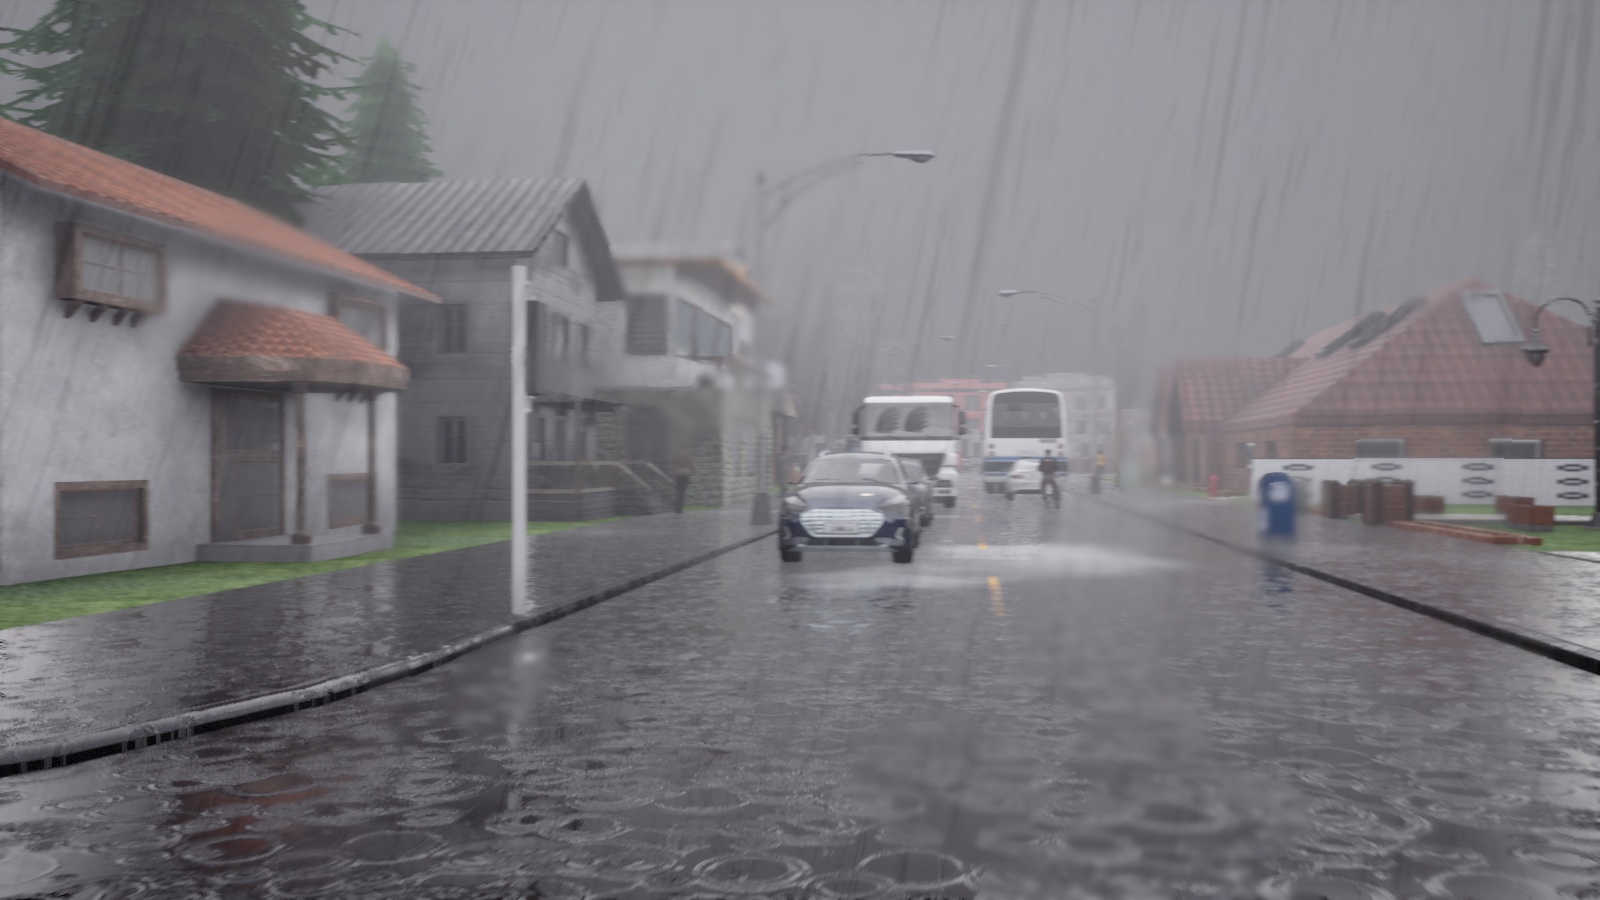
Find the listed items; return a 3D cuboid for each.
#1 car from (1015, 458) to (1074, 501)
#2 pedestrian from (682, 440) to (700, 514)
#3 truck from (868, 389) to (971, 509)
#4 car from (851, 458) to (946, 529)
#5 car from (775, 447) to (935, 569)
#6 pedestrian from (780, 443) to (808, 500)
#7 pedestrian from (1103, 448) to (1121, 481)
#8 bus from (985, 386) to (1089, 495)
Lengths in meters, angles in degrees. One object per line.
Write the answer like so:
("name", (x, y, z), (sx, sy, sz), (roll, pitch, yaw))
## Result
("car", (8.660, 1.019, 44.705), (1.812, 1.442, 4.674), (0, 0, 8))
("pedestrian", (-2.741, 0.679, 31.625), (0.331, 1.846, 0.634), (0, 0, 4))
("truck", (3.967, 0.007, 40.169), (2.891, 3.462, 7.936), (0, 0, 8))
("car", (2.332, 0.928, 28.711), (1.837, 1.490, 4.892), (0, 0, 8))
("car", (0.997, 0.799, 19.417), (2.033, 1.649, 4.856), (0, 0, 8))
("pedestrian", (-0.191, 0.745, 43.788), (0.659, 1.952, 0.873), (0, 0, 24))
("pedestrian", (17.513, 0.825, 70.512), (0.874, 1.855, 0.900), (0, 0, 8))
("bus", (10.050, -0.326, 54.448), (3.944, 4.253, 10.273), (0, 0, 8))
